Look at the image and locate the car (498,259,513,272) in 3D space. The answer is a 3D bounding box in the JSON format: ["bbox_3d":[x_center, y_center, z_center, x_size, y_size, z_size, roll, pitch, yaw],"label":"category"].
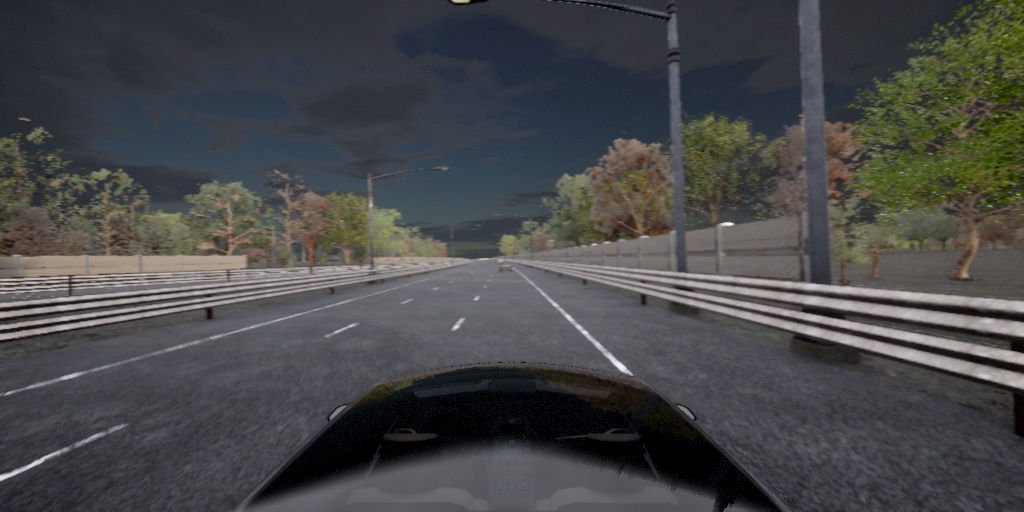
[{"bbox_3d":[-0.918,1.567,53.139,2.128,1.511,4.902,-2,-1,-1],"label":"car"}]
